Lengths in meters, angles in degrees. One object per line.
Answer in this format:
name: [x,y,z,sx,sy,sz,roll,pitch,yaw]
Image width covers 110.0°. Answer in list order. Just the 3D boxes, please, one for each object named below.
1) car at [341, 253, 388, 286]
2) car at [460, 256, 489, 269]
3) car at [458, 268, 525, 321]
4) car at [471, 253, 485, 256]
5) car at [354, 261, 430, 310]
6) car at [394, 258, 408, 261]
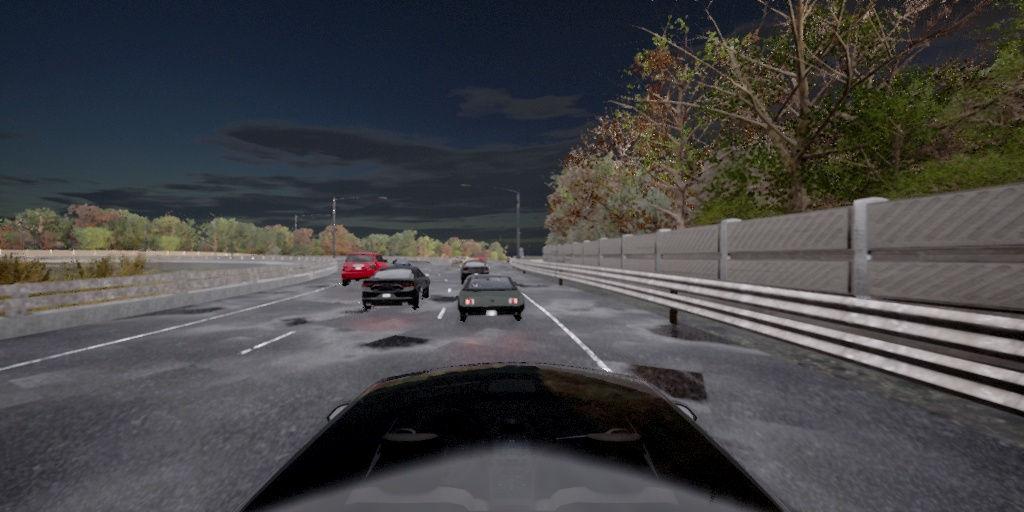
car: [-9.595,0.801,23.690,2.150,2.045,5.566,0,0,-12]
car: [-2.676,1.034,25.584,1.882,1.535,5.008,0,1,-8]
car: [-0.782,1.266,12.105,1.895,1.301,4.718,0,0,-6]
car: [-4.745,0.575,50.666,2.150,2.045,5.566,0,0,-1]
car: [-4.420,1.129,14.250,1.882,1.535,5.008,0,0,-7]
car: [-15.691,0.931,50.518,1.994,1.385,4.181,0,1,-27]
